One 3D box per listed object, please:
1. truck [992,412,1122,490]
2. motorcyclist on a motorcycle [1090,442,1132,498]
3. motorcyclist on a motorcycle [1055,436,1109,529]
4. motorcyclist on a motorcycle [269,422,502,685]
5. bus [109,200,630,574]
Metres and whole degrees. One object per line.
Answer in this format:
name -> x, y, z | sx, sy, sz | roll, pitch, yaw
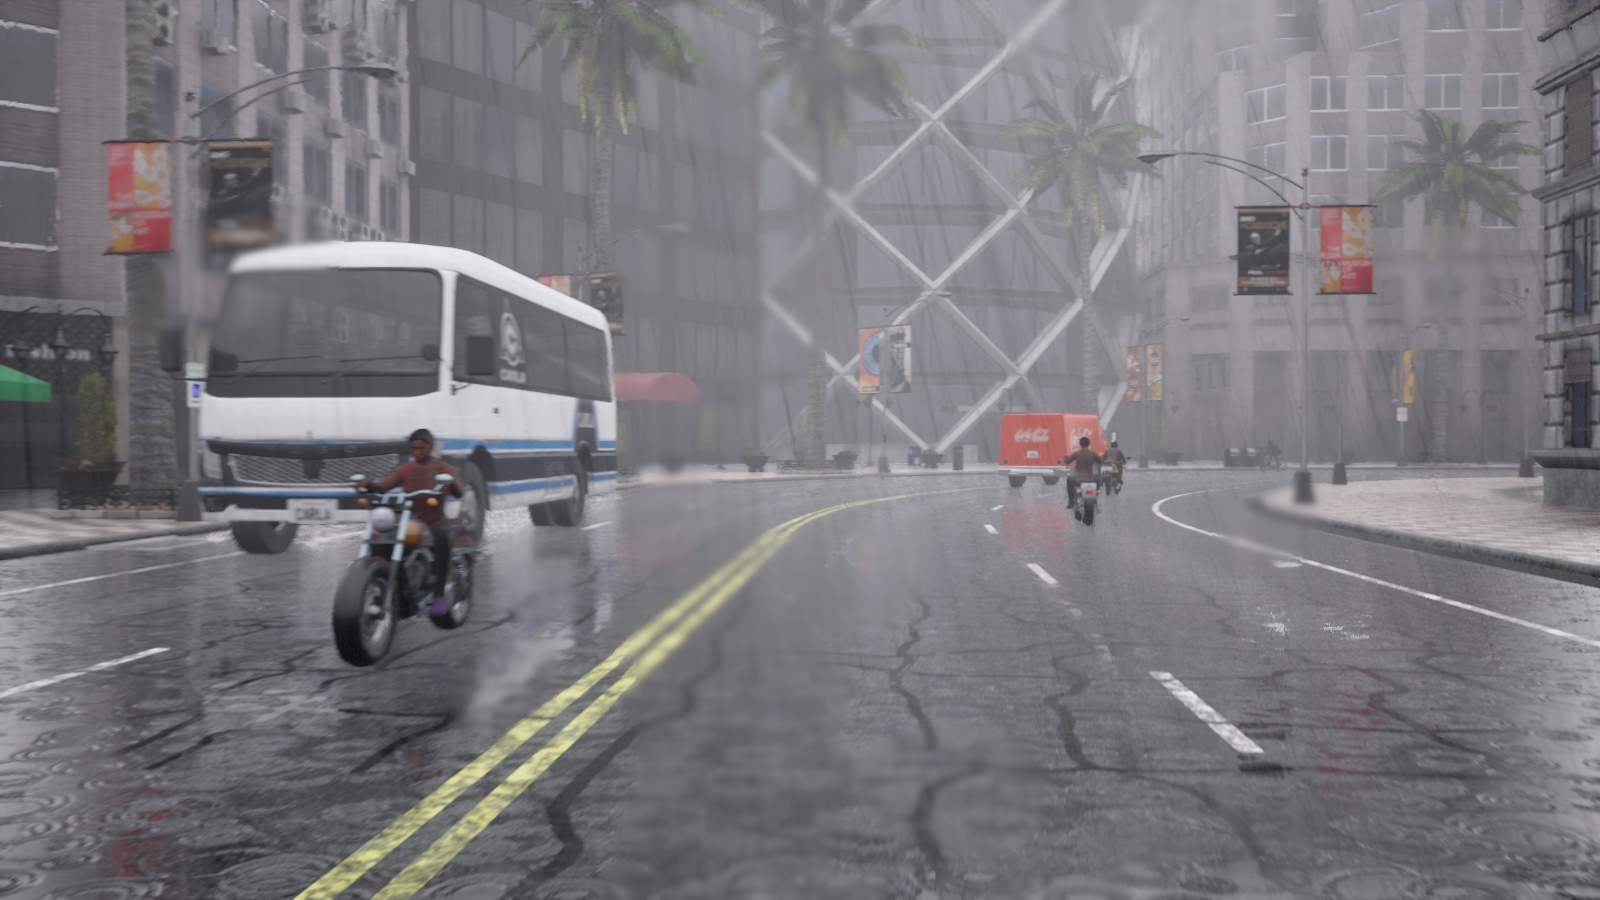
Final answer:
truck -> 8.783, 0.031, 42.542 | 2.627, 2.467, 5.204 | 0, 0, 32
motorcyclist on a motorcycle -> 8.820, 0.539, 35.549 | 0.797, 1.523, 2.044 | 1, 1, 25
motorcyclist on a motorcycle -> 5.266, 0.571, 23.567 | 0.766, 1.649, 2.350 | 0, 0, 7
motorcyclist on a motorcycle -> -2.889, 0.641, 9.079 | 0.766, 1.649, 2.350 | 0, 1, 4
bus -> -5.670, -0.749, 19.552 | 3.944, 4.253, 10.273 | 0, 0, 4
